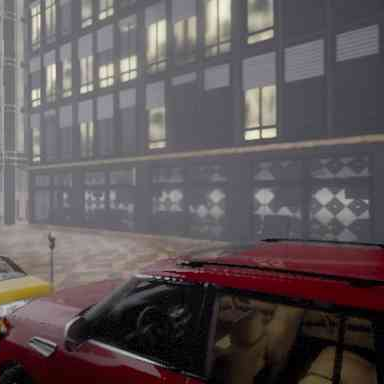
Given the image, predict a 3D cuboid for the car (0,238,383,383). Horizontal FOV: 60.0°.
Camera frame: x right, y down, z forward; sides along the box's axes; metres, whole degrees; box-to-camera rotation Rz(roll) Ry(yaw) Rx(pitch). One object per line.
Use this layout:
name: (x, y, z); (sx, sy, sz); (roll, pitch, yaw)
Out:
car: (0.429, 1.326, 2.562); (5.009, 1.841, 2.192); (-1, 0, 36)
